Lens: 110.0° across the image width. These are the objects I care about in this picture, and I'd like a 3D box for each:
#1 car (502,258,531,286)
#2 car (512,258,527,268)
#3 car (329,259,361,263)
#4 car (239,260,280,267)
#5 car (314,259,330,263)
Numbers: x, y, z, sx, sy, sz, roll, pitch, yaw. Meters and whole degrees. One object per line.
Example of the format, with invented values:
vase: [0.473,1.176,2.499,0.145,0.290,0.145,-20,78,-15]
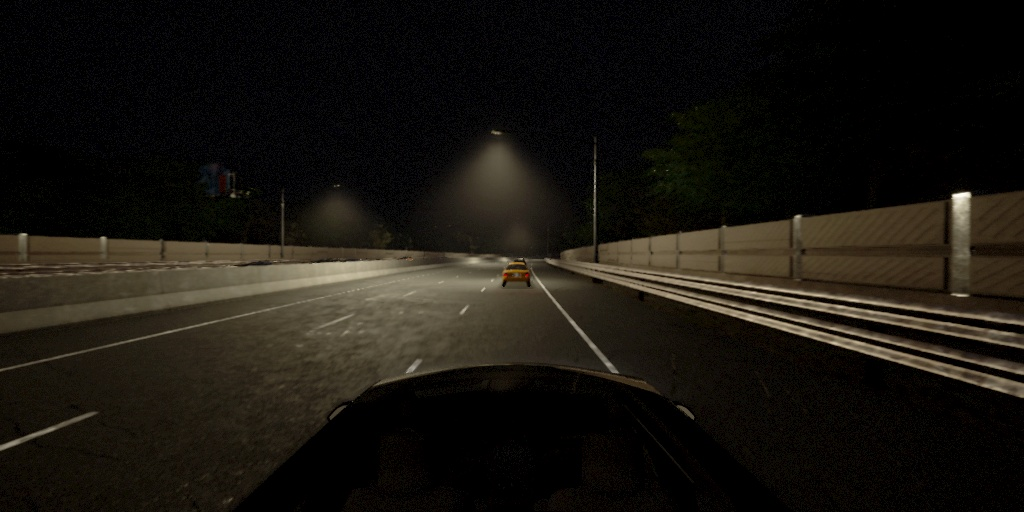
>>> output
car: [0.305,1.092,24.045,1.801,1.575,5.366,0,0,1]
car: [1.258,1.080,55.709,2.128,1.511,4.902,0,0,3]
car: [-17.022,1.081,38.151,1.812,1.442,4.674,0,0,2]
car: [-24.136,1.109,34.359,1.994,1.385,4.181,0,0,2]
car: [-20.466,1.048,39.725,1.837,1.490,4.892,0,0,2]
